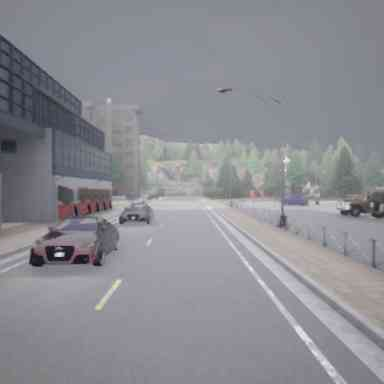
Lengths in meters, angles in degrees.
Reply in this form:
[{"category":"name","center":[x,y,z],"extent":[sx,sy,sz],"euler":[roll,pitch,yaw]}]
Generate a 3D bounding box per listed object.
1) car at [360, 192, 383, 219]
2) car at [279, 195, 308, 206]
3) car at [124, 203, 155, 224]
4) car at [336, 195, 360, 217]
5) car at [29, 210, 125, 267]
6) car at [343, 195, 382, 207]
[{"category":"car","center":[13.966,0.909,22.464],"extent":[3.866,1.878,1.905],"euler":[0,0,-1]},{"category":"car","center":[13.493,1.100,43.952],"extent":[3.633,1.501,1.845],"euler":[0,0,-1]},{"category":"car","center":[-3.776,1.465,23.378],"extent":[1.994,1.385,4.181],"euler":[0,0,0]},{"category":"car","center":[13.526,0.917,25.366],"extent":[4.605,1.855,1.932],"euler":[0,0,-1]},{"category":"car","center":[-3.698,1.526,11.146],"extent":[1.994,1.385,4.181],"euler":[0,0,-2]},{"category":"car","center":[20.941,1.088,41.040],"extent":[3.806,1.475,1.970],"euler":[0,0,-1]}]
